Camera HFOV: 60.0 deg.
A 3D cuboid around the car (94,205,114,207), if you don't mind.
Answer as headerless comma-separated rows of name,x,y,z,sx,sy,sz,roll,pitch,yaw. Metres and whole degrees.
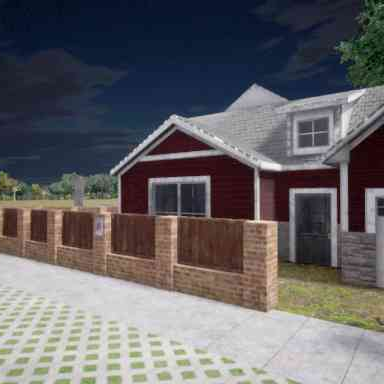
car,-7.838,1.811,28.952,2.033,1.411,5.357,-1,-1,35
